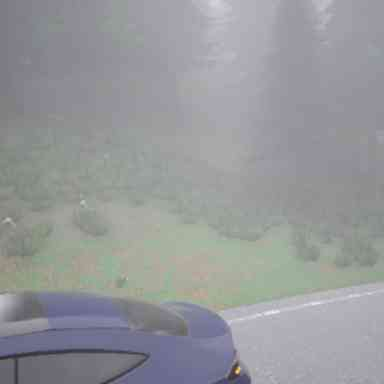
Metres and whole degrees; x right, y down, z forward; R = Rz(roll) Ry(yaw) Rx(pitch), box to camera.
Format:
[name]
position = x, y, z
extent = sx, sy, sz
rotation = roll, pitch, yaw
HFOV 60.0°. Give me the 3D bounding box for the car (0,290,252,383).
[car]
position = -1.683, 1.531, 2.151
extent = 4.674, 1.442, 1.812
rotation = -1, 0, -33
